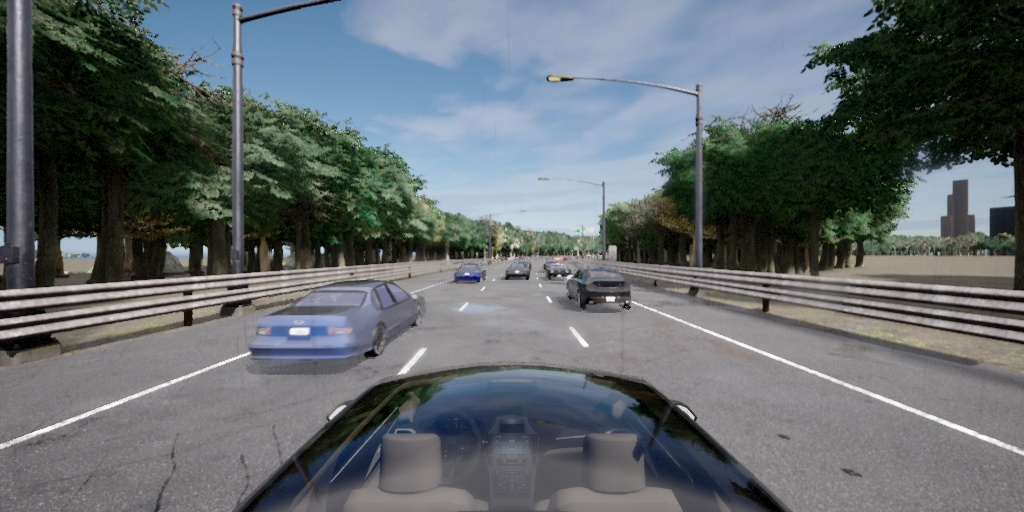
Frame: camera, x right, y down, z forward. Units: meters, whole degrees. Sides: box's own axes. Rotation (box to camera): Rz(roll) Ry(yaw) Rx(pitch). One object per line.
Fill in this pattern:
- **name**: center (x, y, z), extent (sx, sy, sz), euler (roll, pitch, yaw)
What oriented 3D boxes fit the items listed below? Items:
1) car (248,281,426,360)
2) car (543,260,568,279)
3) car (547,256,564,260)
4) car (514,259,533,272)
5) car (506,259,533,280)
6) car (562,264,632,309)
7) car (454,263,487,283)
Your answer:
- **car**: center (-3.500, 1.283, 8.400), extent (2.033, 1.411, 5.357), euler (0, 0, 0)
- **car**: center (3.931, 1.275, 30.932), extent (1.895, 1.301, 4.718), euler (0, 0, 3)
- **car**: center (4.748, 1.130, 42.882), extent (2.128, 1.511, 4.902), euler (0, 0, 5)
- **car**: center (1.555, 1.123, 45.157), extent (2.128, 1.511, 4.902), euler (0, 0, 5)
- **car**: center (0.543, 1.240, 30.721), extent (1.994, 1.385, 4.181), euler (0, 0, 4)
- **car**: center (3.423, 1.223, 14.766), extent (1.837, 1.490, 4.892), euler (0, 0, 1)
- **car**: center (-3.108, 1.251, 27.442), extent (1.994, 1.385, 4.181), euler (0, 0, 2)
